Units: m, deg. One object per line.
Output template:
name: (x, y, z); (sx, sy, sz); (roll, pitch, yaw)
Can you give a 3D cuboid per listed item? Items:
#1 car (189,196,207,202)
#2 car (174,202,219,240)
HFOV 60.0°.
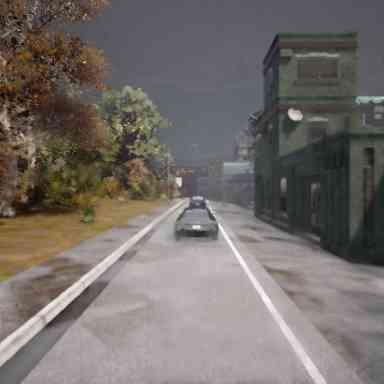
car: (0.642, 1.129, 36.920); (1.812, 1.442, 4.674); (0, 1, 2)
car: (0.218, 1.411, 15.972); (1.994, 1.385, 4.181); (0, 1, 1)
